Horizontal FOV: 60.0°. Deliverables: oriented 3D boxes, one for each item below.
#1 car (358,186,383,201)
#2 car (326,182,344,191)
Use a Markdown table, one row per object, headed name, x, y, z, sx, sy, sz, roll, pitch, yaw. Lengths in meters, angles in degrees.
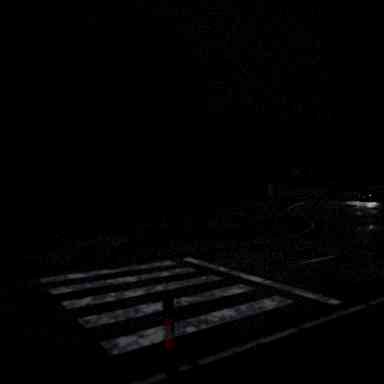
| name | x | y | z | sx | sy | sz | roll | pitch | yaw |
| --- | --- | --- | --- | --- | --- | --- | --- | --- | --- |
| car | 19.749 | 0.131 | 35.382 | 4.892 | 1.490 | 1.837 | -4 | 1 | -29 |
| car | 25.903 | -1.039 | 60.503 | 1.882 | 1.535 | 5.008 | -3 | 1 | 5 |
